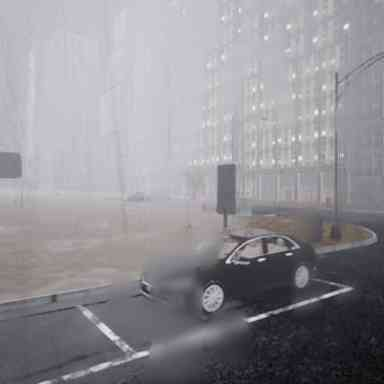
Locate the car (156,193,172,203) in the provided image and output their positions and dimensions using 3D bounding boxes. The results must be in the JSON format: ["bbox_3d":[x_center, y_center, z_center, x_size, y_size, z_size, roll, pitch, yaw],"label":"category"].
[{"bbox_3d":[-4.736,0.843,49.152,1.994,1.385,4.181,1,1,-35],"label":"car"}]

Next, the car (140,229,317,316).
[{"bbox_3d":[0.995,1.544,7.418,4.403,1.369,2.008,0,1,-35],"label":"car"}]

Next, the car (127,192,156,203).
[{"bbox_3d":[-7.676,0.734,47.692,2.128,1.511,4.902,1,1,-34],"label":"car"}]
